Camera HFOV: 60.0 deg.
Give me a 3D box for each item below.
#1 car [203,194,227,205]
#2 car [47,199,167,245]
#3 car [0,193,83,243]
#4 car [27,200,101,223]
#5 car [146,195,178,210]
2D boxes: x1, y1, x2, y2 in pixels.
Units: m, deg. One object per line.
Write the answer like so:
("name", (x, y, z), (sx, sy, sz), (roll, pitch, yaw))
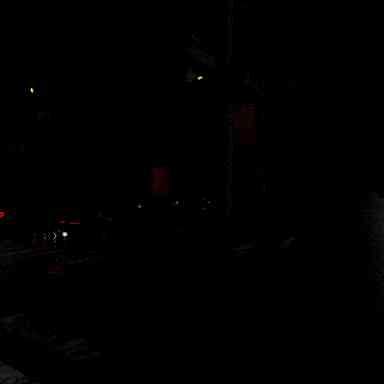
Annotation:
("car", (3.279, 0.929, 41.771), (1.895, 1.301, 4.718), (0, 1, 35))
("car", (-3.476, 1.303, 14.681), (1.837, 1.490, 4.892), (0, 1, 35))
("car", (-6.882, 1.037, 15.477), (2.150, 2.045, 5.566), (0, 1, 35))
("car", (-9.096, 1.303, 24.022), (1.895, 1.301, 4.718), (0, 1, 35))
("car", (-3.356, 1.017, 32.261), (2.128, 1.511, 4.902), (0, 1, 35))
